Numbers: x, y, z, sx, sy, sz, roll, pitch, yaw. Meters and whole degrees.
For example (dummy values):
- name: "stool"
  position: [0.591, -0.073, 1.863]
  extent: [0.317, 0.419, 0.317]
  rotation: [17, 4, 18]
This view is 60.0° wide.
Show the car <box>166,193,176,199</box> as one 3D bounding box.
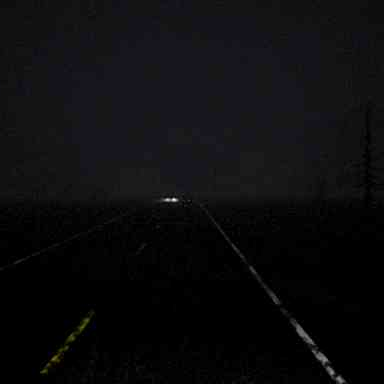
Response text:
- name: "car"
  position: [-4.358, 0.805, 68.868]
  extent: [1.895, 1.301, 4.718]
  rotation: [0, 1, -1]

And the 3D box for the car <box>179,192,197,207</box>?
- name: "car"
  position: [-0.413, 1.062, 41.611]
  extent: [2.033, 1.411, 5.357]
  rotation: [0, 1, -1]
